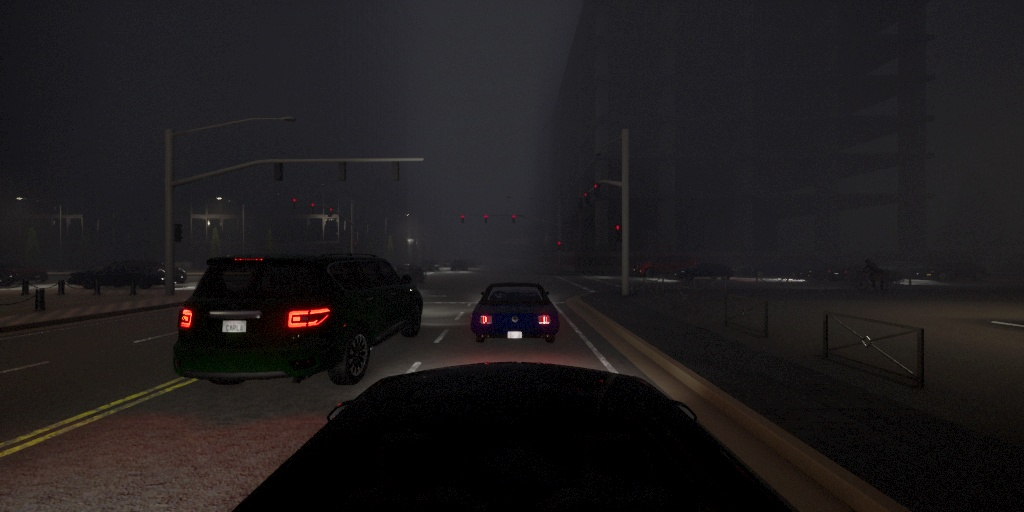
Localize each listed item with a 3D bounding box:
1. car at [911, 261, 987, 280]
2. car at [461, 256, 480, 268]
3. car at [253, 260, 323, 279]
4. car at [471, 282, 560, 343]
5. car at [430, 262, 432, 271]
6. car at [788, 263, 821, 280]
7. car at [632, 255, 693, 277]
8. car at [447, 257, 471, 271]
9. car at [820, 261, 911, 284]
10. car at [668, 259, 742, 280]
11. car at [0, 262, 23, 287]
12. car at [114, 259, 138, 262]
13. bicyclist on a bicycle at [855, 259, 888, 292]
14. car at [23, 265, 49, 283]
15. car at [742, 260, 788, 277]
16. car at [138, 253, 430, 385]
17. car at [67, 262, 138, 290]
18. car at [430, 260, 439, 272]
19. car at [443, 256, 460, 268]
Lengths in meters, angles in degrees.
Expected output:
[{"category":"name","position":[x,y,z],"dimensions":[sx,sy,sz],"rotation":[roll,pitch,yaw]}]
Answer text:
[{"category":"car","position":[35.610,1.199,29.339],"dimensions":[4.892,1.490,1.837],"rotation":[0,0,0]},{"category":"car","position":[-7.078,1.228,60.490],"dimensions":[1.882,1.535,5.008],"rotation":[0,1,0]},{"category":"car","position":[-19.983,1.171,32.135],"dimensions":[5.008,1.535,1.882],"rotation":[0,1,-3]},{"category":"car","position":[0.080,1.351,9.666],"dimensions":[1.895,1.301,4.718],"rotation":[0,0,0]},{"category":"car","position":[-7.101,1.268,23.810],"dimensions":[2.033,1.411,5.357],"rotation":[0,0,0]},{"category":"car","position":[25.615,1.258,29.318],"dimensions":[4.181,1.385,1.994],"rotation":[0,0,0]},{"category":"car","position":[13.934,0.917,32.780],"dimensions":[5.566,2.045,2.150],"rotation":[0,0,0]},{"category":"car","position":[-7.098,1.255,48.556],"dimensions":[1.837,1.490,4.892],"rotation":[0,0,0]},{"category":"car","position":[25.171,1.258,25.618],"dimensions":[4.181,1.385,1.994],"rotation":[0,0,0]},{"category":"car","position":[15.651,1.220,29.263],"dimensions":[4.674,1.442,1.812],"rotation":[0,0,0]},{"category":"car","position":[-33.225,1.220,21.647],"dimensions":[4.674,1.442,1.812],"rotation":[0,0,0]},{"category":"car","position":[-25.675,1.046,25.135],"dimensions":[4.553,1.767,2.097],"rotation":[0,0,0]},{"category":"bicyclist on a bicycle","position":[18.331,0.998,18.310],"dimensions":[0.582,1.620,1.656],"rotation":[0,0,0]},{"category":"car","position":[-35.770,1.172,25.169],"dimensions":[5.008,1.535,1.882],"rotation":[0,0,0]},{"category":"car","position":[23.664,1.172,32.810],"dimensions":[5.008,1.535,1.882],"rotation":[0,0,0]},{"category":"car","position":[-3.438,0.971,7.152],"dimensions":[2.150,2.045,5.566],"rotation":[0,0,0]},{"category":"car","position":[-23.144,1.242,21.619],"dimensions":[5.357,1.411,2.033],"rotation":[0,0,-4]},{"category":"car","position":[-10.599,1.252,45.959],"dimensions":[1.837,1.490,4.892],"rotation":[0,1,0]},{"category":"car","position":[-10.570,1.242,61.535],"dimensions":[2.128,1.511,4.902],"rotation":[0,0,0]}]
